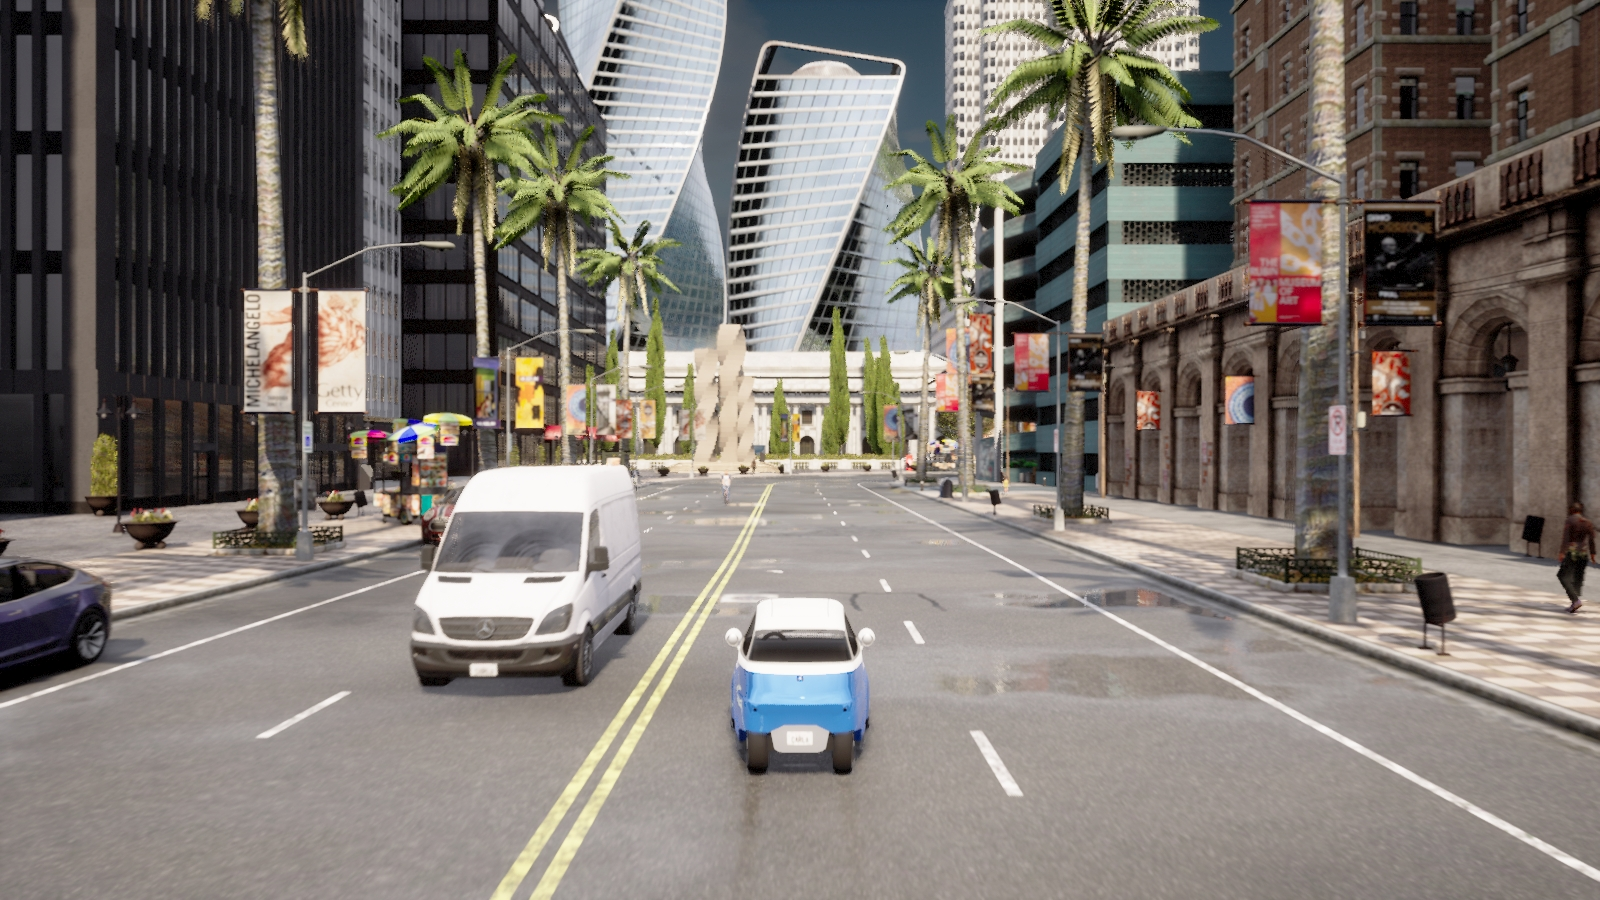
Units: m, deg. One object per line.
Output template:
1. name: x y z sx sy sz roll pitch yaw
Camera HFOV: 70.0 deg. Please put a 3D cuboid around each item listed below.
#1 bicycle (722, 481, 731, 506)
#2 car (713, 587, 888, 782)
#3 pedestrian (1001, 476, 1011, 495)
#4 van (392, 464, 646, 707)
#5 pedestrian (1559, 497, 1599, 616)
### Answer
1. bicycle: -3.754 2.206 58.103 0.373 1.196 1.643 0 0 -1
2. car: 0.001 2.120 10.791 1.481 1.376 2.207 0 0 0
3. pedestrian: 11.948 2.076 66.338 0.500 1.100 0.500 0 0 0
4. van: -3.492 1.532 15.552 1.988 2.561 5.915 0 0 0
5. pedestrian: 12.443 1.696 18.252 0.375 1.860 0.375 0 0 1
